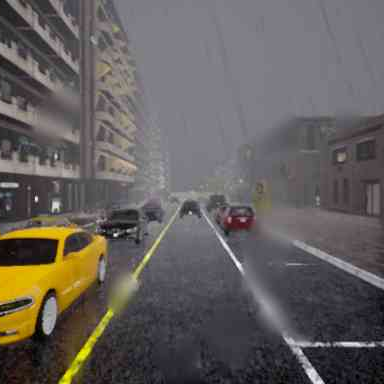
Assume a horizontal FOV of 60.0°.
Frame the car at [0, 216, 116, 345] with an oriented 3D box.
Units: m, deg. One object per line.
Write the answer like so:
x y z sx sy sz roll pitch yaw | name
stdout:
-3.131 1.504 6.780 1.882 1.535 5.008 0 0 0 | car

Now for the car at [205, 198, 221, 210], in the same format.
2.850 1.629 46.064 1.812 1.442 4.674 0 0 0 | car

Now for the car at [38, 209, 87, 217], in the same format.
-5.847 1.574 12.950 1.752 1.417 4.829 -1 0 0 | car

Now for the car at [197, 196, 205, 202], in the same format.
2.142 1.746 81.277 1.887 1.381 4.507 -1 0 0 | car

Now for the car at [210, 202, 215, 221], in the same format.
2.530 1.632 24.504 1.802 1.307 4.206 -1 0 0 | car

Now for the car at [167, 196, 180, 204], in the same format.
-3.449 1.673 67.967 1.837 1.490 4.892 0 0 0 | car

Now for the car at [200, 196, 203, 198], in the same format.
2.218 1.696 70.092 1.752 1.417 4.829 -1 0 0 | car

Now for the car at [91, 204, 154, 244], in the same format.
-3.191 1.553 16.222 1.837 1.490 4.892 0 0 0 | car

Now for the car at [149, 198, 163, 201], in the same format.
-6.045 1.695 52.862 1.887 1.381 4.507 -1 0 0 | car

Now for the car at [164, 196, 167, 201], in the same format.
-6.083 1.717 58.539 2.008 1.369 4.403 -1 0 0 | car

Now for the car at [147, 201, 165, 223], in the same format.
-3.222 1.637 26.066 1.994 1.385 4.181 0 0 1 | car

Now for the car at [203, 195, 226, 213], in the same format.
2.855 1.313 39.094 2.150 2.045 5.566 0 0 0 | car

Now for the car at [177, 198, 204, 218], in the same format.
-0.132 1.581 31.432 1.837 1.490 4.892 0 0 0 | car

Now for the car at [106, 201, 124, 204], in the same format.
-5.837 1.517 24.475 1.967 1.590 4.097 -1 0 0 | car

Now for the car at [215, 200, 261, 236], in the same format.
2.588 1.476 18.829 1.967 1.590 4.097 -1 0 0 | car

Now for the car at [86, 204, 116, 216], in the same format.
-5.833 1.614 18.798 2.008 1.369 4.403 -1 0 0 | car
